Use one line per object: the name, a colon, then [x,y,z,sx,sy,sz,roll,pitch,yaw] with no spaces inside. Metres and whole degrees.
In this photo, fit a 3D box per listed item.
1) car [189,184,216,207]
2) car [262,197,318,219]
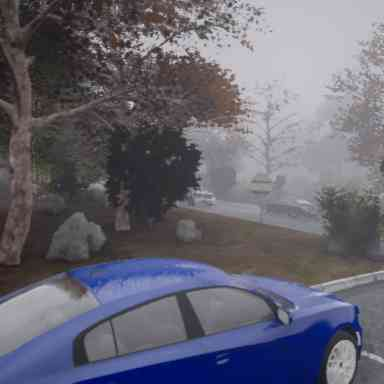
car: [-0.050,0.165,30.235,2.150,2.045,5.566,2,2,-30]
car: [7.138,1.095,24.645,1.812,1.442,4.674,3,2,-29]
